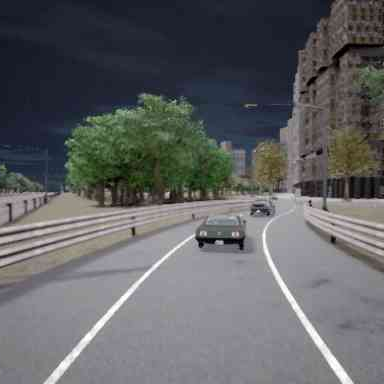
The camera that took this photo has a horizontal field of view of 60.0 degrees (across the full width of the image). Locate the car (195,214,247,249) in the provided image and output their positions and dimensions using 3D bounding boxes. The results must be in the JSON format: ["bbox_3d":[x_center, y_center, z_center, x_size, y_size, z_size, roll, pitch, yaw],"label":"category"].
[{"bbox_3d":[1.445,1.606,14.665,1.895,1.301,4.718,0,0,11],"label":"car"}]

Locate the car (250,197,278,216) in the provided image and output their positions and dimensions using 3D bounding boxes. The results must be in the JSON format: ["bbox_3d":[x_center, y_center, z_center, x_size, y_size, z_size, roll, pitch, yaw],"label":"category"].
[{"bbox_3d":[7.065,1.526,32.929,1.837,1.490,4.892,0,0,22],"label":"car"}]

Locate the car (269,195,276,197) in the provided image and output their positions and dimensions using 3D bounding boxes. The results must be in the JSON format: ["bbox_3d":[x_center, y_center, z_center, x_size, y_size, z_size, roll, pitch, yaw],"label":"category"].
[{"bbox_3d":[21.501,1.568,88.879,1.895,1.301,4.718,0,0,3],"label":"car"}]
